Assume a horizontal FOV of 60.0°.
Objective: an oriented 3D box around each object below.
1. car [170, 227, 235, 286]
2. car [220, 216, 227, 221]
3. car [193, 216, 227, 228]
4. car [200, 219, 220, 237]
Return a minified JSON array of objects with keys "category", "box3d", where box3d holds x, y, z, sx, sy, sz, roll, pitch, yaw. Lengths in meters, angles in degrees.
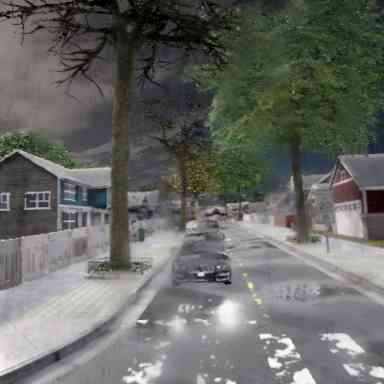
[{"category":"car","box3d":[0.409,2.255,11.904,1.837,1.490,4.892,-2,-4,4]},{"category":"car","box3d":[8.733,7.421,92.685,1.994,1.385,4.181,-2,-4,4]},{"category":"car","box3d":[1.115,2.740,22.471,2.097,1.767,4.553,-2,-4,4]},{"category":"car","box3d":[1.899,3.585,33.822,1.837,1.490,4.892,-2,-4,4]}]
